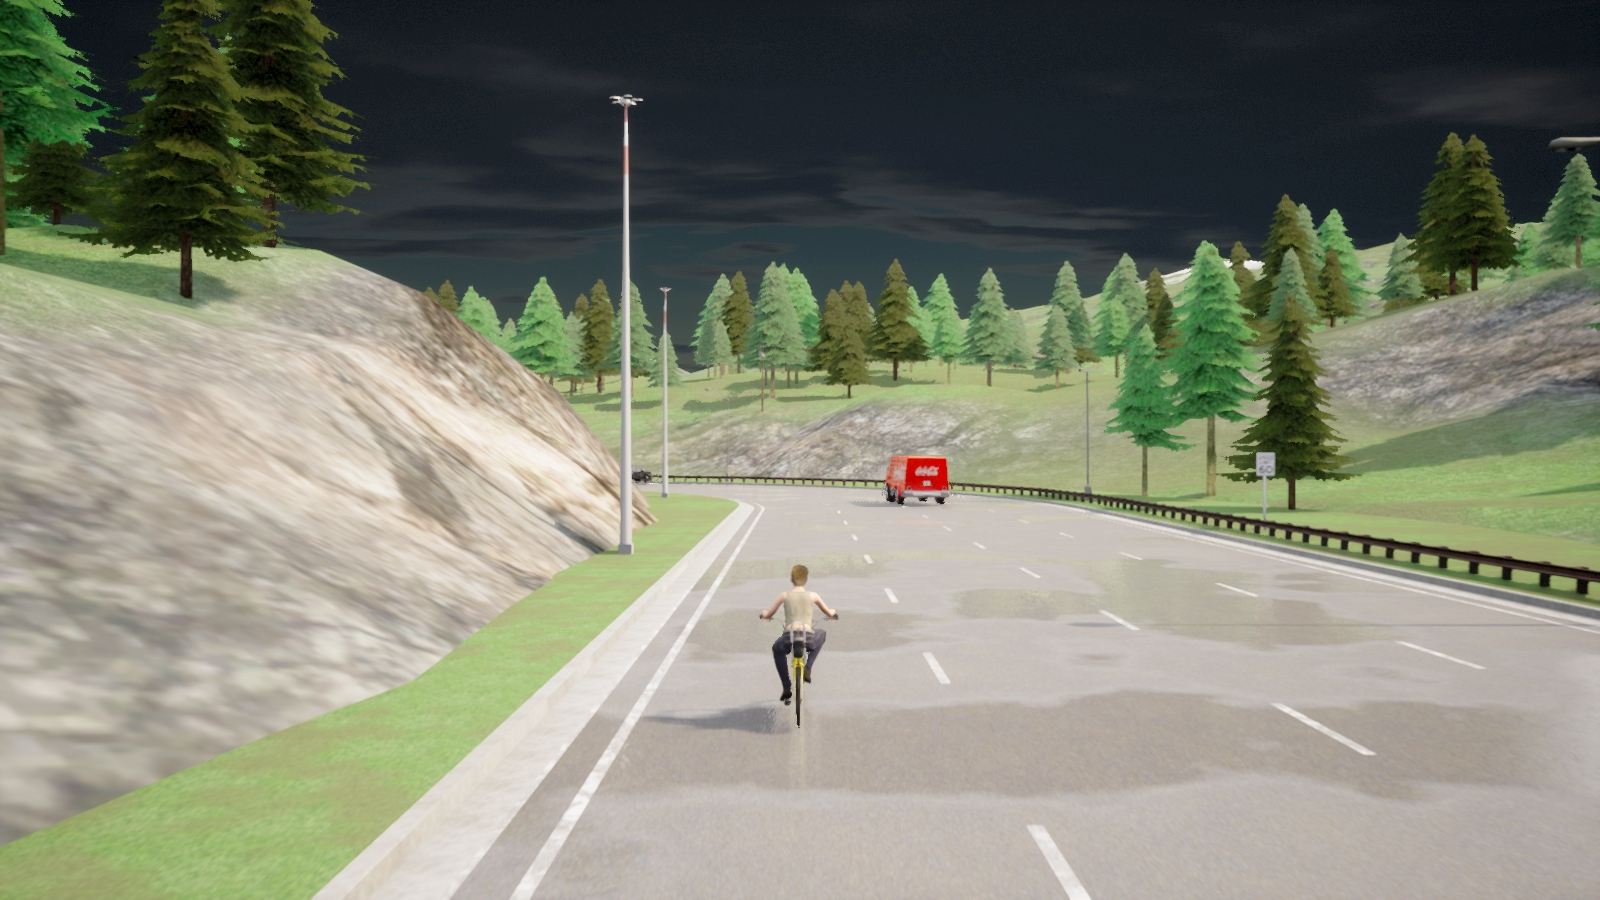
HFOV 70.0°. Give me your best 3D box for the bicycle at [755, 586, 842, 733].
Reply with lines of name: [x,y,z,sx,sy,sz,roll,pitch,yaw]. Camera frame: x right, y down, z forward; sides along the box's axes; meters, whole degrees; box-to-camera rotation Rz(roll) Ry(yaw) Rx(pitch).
bicycle: [-0.013,2.158,12.044,0.859,1.276,1.487,0,0,0]

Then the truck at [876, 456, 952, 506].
truck: [5.914,1.566,59.883,2.627,2.467,5.204,0,0,-10]
